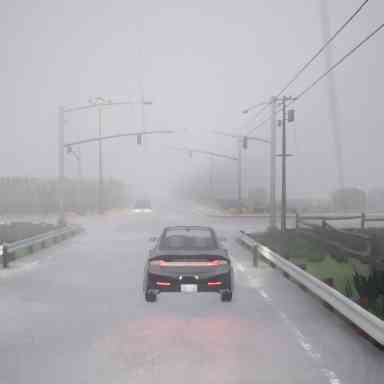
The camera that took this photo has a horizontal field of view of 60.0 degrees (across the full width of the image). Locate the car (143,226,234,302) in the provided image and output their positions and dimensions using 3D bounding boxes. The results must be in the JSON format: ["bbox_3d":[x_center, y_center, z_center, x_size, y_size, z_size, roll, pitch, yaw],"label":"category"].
[{"bbox_3d":[-0.097,1.614,8.519,2.128,1.511,4.902,0,-2,-1],"label":"car"}]

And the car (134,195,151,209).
[{"bbox_3d":[-6.403,1.470,43.465,1.994,1.385,4.181,0,1,-7],"label":"car"}]

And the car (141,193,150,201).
[{"bbox_3d":[-9.437,0.980,67.940,1.837,1.490,4.892,0,1,-7],"label":"car"}]

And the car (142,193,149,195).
[{"bbox_3d":[-7.672,1.253,53.590,1.812,1.442,4.674,0,1,-7],"label":"car"}]
